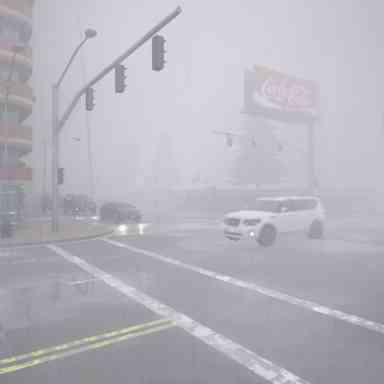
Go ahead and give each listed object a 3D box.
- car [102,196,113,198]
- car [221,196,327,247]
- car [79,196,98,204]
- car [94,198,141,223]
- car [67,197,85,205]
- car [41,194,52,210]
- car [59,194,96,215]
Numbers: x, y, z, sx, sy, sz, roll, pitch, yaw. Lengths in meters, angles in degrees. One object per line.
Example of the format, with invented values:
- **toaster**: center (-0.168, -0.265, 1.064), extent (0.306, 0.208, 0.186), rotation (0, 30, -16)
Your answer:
- **car**: center (-14.483, 1.505, 56.419), extent (1.837, 1.490, 4.892), rotation (0, 0, -36)
- **car**: center (3.901, 1.221, 15.355), extent (5.566, 2.045, 2.150), rotation (0, 0, -35)
- **car**: center (-19.973, 1.478, 64.047), extent (1.882, 1.535, 5.008), rotation (0, 0, -36)
- **car**: center (-5.649, 1.505, 25.824), extent (1.837, 1.490, 4.892), rotation (0, 0, -36)
- **car**: center (-20.554, 1.564, 58.864), extent (1.994, 1.385, 4.181), rotation (0, 0, -36)
- **car**: center (-17.801, 1.221, 42.734), extent (2.150, 2.045, 5.566), rotation (0, 0, -35)
- **car**: center (-11.645, 1.221, 34.161), extent (2.150, 2.045, 5.566), rotation (0, 0, -36)
